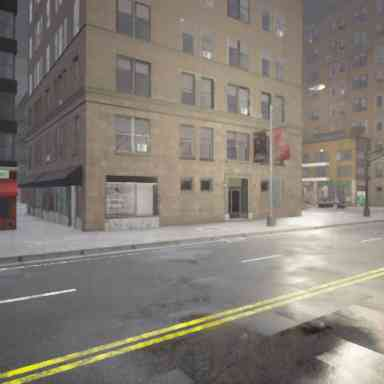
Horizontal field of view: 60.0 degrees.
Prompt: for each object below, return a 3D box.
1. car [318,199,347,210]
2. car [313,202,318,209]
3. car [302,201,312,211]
[{"bbox_3d":[18.072,1.562,43.641,1.947,1.339,4.313,0,0,-35],"label":"car"},{"bbox_3d":[12.669,1.468,41.781,2.128,1.511,4.902,0,0,-35],"label":"car"},{"bbox_3d":[11.517,1.408,39.014,1.967,1.590,4.097,0,0,-35],"label":"car"}]
